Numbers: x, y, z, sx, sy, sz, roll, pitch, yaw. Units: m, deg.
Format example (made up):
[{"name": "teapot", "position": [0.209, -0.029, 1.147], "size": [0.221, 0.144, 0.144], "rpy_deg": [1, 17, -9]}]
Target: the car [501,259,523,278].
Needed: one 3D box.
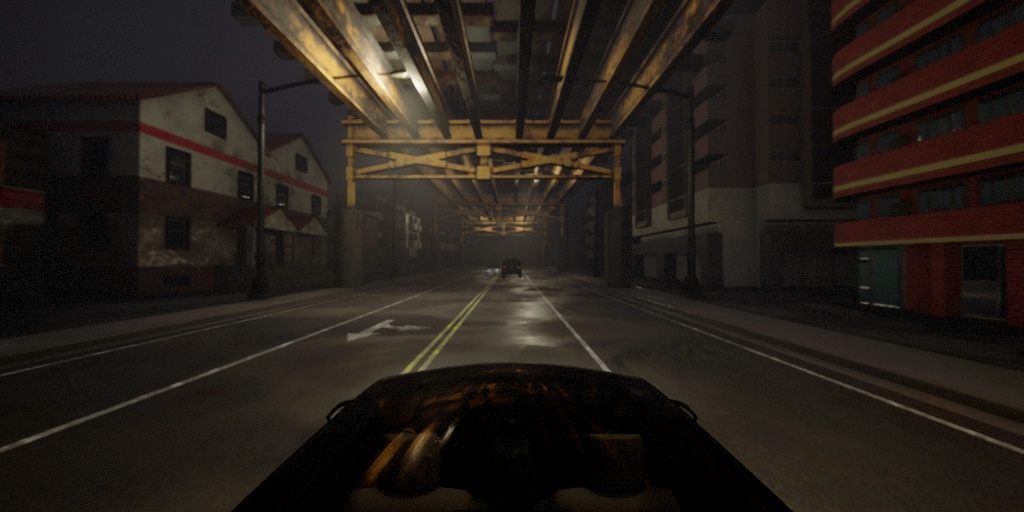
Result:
[{"name": "car", "position": [-0.004, 1.317, 40.455], "size": [2.150, 2.045, 5.566], "rpy_deg": [0, 0, 0]}]
